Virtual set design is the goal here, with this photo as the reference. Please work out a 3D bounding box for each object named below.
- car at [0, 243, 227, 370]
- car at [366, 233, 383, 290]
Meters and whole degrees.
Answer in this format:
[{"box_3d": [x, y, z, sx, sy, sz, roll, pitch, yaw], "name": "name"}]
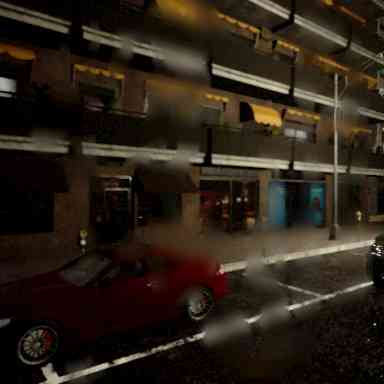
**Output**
[{"box_3d": [-1.266, 1.584, 5.652, 4.206, 1.307, 1.802, 0, 0, -35], "name": "car"}, {"box_3d": [6.448, 1.235, 7.931, 5.566, 2.045, 2.150, 0, 0, -35], "name": "car"}]
